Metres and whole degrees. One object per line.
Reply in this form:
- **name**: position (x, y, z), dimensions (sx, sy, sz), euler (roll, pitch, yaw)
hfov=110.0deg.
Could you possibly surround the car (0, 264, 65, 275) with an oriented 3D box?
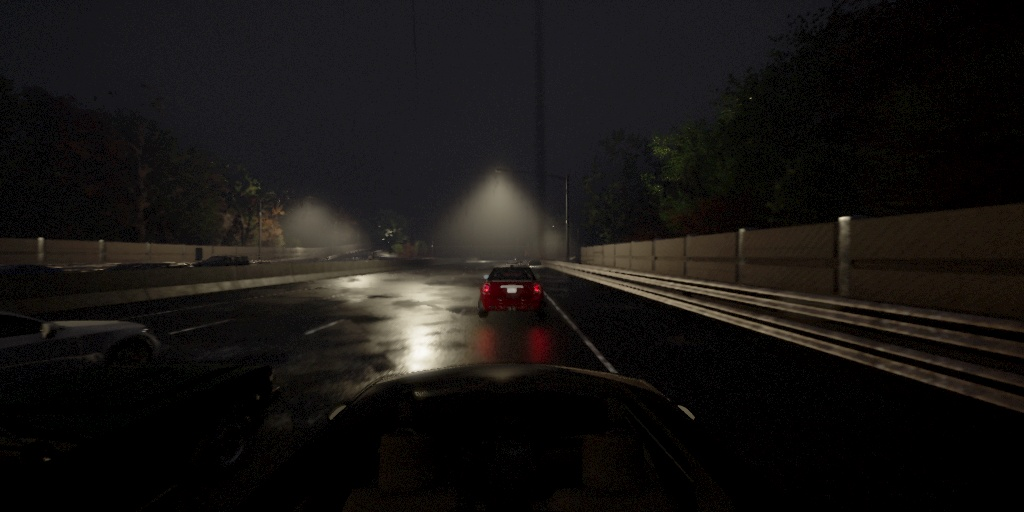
- **car**: position (-31.581, 1.258, 22.798), dimensions (1.812, 1.442, 4.674), euler (0, 0, 0)

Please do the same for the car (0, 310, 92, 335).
- **car**: position (-6.916, 1.272, 4.126), dimensions (1.812, 1.442, 4.674), euler (0, 0, 0)

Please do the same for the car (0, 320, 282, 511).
- **car**: position (-3.399, 1.351, 1.689), dimensions (1.895, 1.301, 4.718), euler (0, 0, 0)

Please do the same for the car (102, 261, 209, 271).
- **car**: position (-21.085, 1.239, 21.206), dimensions (1.837, 1.490, 4.892), euler (0, 0, 0)

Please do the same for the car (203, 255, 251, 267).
- **car**: position (-28.086, 0.959, 34.826), dimensions (2.150, 2.045, 5.566), euler (0, 0, 0)

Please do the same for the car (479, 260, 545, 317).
- **car**: position (-0.003, 1.089, 13.202), dimensions (2.097, 1.767, 4.553), euler (0, 0, 0)
